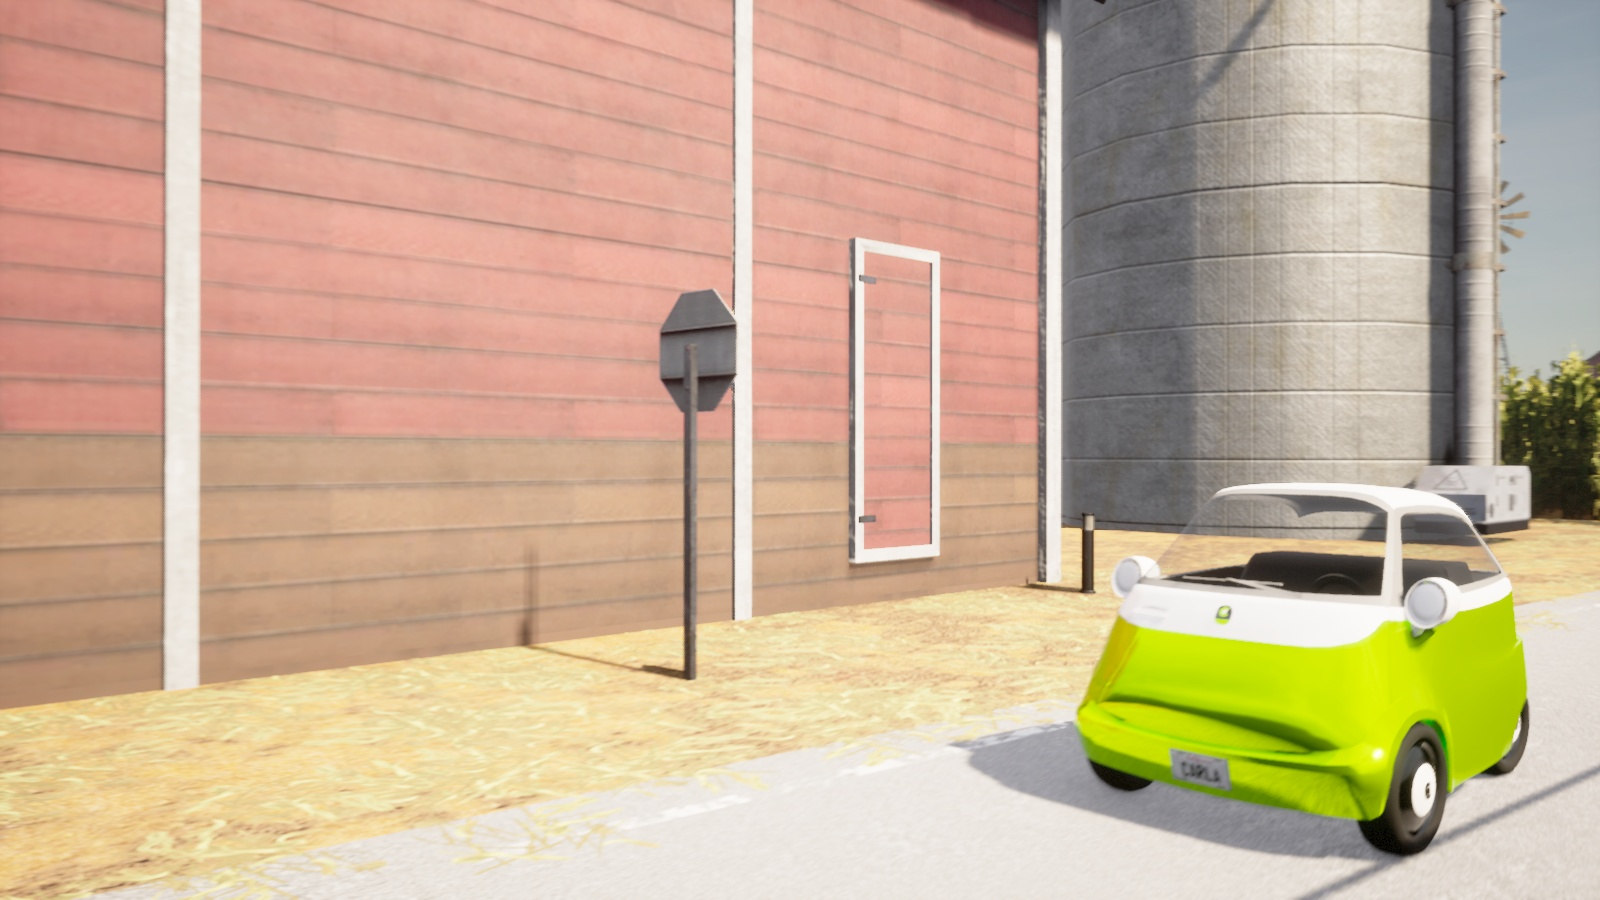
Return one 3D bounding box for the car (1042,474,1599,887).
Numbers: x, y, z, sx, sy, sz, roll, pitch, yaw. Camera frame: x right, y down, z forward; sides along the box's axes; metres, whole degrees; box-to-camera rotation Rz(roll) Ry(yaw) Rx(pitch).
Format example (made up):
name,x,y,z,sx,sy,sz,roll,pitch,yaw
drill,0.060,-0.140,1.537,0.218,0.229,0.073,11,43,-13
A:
name,x,y,z,sx,sy,sz,roll,pitch,yaw
car,2.368,0.814,5.588,2.207,1.376,1.481,0,0,-41
